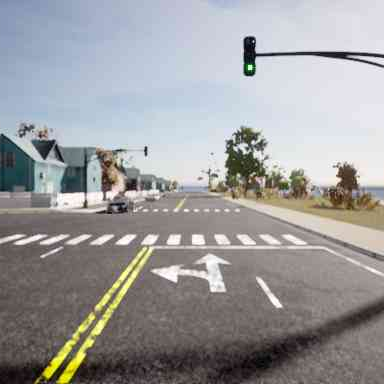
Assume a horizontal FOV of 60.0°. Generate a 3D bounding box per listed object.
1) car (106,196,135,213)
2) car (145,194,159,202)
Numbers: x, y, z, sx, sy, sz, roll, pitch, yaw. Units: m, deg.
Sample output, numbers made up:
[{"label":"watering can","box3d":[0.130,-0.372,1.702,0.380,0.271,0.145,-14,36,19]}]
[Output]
[{"label":"car","box3d":[-6.435,1.131,30.390,2.128,1.511,4.902,0,1,0]},{"label":"car","box3d":[-6.385,0.909,53.183,1.895,1.301,4.718,0,1,0]}]
